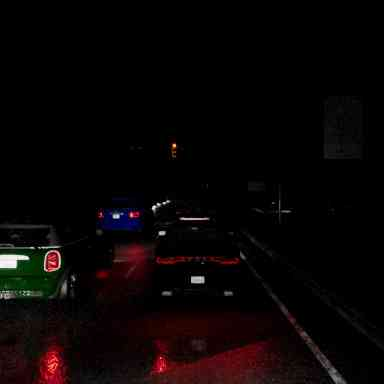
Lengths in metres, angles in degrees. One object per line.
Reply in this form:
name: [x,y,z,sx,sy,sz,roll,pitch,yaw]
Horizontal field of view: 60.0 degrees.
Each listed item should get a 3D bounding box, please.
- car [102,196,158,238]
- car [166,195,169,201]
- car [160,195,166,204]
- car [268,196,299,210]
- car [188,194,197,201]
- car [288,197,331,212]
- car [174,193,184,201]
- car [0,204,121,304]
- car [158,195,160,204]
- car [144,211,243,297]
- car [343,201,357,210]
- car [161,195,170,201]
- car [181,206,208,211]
car: [-3.393,1.221,17.893,2.150,2.045,5.566,0,0,2]
car: [-6.888,1.478,75.390,1.882,1.535,5.008,0,0,0]
car: [-6.933,1.547,65.581,2.033,1.411,5.357,0,0,1]
car: [12.009,1.352,41.970,4.553,1.767,2.097,0,0,3]
car: [0.128,1.348,85.967,2.097,1.767,4.553,0,0,0]
car: [13.764,1.564,38.361,4.181,1.385,1.994,0,0,3]
car: [-3.372,1.218,85.650,2.150,2.045,5.566,0,0,0]
car: [-3.388,1.352,8.276,2.097,1.767,4.553,0,0,0]
car: [-7.002,1.505,55.801,1.837,1.490,4.892,0,0,0]
car: [0.113,1.478,8.648,1.882,1.535,5.008,0,0,0]
car: [20.589,1.562,41.476,4.181,1.385,1.994,0,0,3]
car: [-6.873,1.459,85.415,1.882,1.535,5.008,0,0,0]
car: [0.127,1.491,18.148,2.128,1.511,4.902,0,0,0]
